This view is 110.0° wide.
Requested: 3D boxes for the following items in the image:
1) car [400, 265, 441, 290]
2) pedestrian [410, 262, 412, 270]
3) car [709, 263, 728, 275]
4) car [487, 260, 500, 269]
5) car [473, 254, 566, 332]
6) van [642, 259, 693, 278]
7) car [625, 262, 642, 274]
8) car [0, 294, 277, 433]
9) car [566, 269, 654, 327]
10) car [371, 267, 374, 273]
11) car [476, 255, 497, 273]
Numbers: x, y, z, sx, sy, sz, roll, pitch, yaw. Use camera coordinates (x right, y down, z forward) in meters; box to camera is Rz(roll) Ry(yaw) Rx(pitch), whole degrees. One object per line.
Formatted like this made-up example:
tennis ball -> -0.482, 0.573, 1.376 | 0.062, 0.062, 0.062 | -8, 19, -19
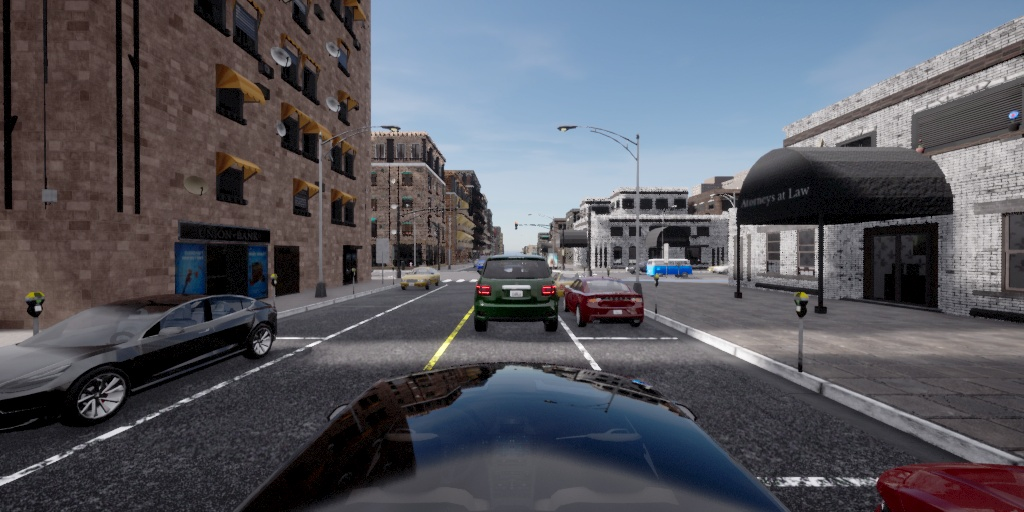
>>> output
car -> -5.664, 1.279, 22.608 | 1.751, 1.417, 4.829 | 0, 0, 0
pedestrian -> -12.574, 1.215, 44.671 | 0.500, 1.100, 0.500 | 0, 0, 0
car -> 24.817, 1.414, 39.367 | 4.718, 1.301, 1.895 | 0, 0, 0
car -> -3.008, 1.348, 59.476 | 1.994, 1.385, 4.181 | 0, 0, 0
car -> 0.109, 0.972, 11.042 | 2.150, 2.045, 5.566 | 0, 0, 0
van -> 14.697, 1.167, 33.517 | 3.998, 1.789, 1.690 | 0, 0, 0
car -> 14.975, 1.279, 39.317 | 4.902, 1.511, 2.128 | 0, 0, -2
car -> -5.686, 1.315, 5.689 | 1.948, 1.339, 4.313 | 0, 0, 0
car -> 2.702, 1.295, 11.369 | 1.888, 1.381, 4.507 | 0, 0, 0
car -> -16.436, 1.346, 35.912 | 4.718, 1.301, 1.895 | 0, 0, 0
car -> -3.042, 0.956, 43.593 | 2.150, 2.045, 5.566 | 0, 0, 0
